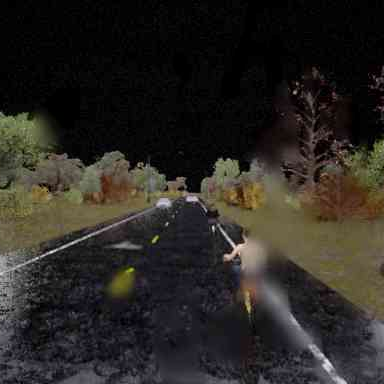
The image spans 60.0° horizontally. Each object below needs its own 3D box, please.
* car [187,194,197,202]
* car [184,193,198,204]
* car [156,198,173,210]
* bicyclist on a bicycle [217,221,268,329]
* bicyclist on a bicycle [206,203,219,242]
[{"bbox_3d":[0.003,1.434,77.709,2.097,1.767,4.553,0,0,0],"label":"car"},{"bbox_3d":[0.003,1.276,64.560,2.150,2.045,5.566,0,0,0],"label":"car"},{"bbox_3d":[-3.594,1.551,43.371,1.812,1.442,4.674,0,0,0],"label":"car"},{"bbox_3d":[0.986,1.437,5.970,0.866,1.612,1.509,0,0,0],"label":"bicyclist on a bicycle"},{"bbox_3d":[0.959,1.373,15.480,0.659,1.776,1.843,0,0,0],"label":"bicyclist on a bicycle"}]
